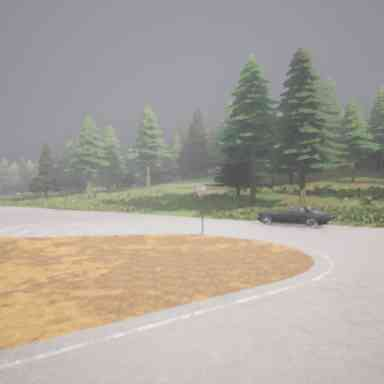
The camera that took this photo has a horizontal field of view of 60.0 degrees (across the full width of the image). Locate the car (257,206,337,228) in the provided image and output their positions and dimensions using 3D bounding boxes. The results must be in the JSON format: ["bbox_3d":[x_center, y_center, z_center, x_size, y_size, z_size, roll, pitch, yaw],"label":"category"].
[{"bbox_3d":[6.649,1.547,21.489,4.718,1.301,1.895,0,0,36],"label":"car"}]
